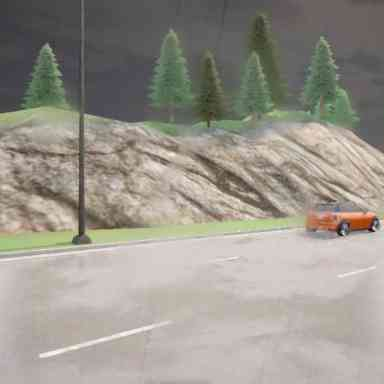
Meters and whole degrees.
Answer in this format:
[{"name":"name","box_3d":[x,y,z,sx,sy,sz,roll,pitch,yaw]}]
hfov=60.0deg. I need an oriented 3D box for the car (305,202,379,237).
[{"name":"car","box_3d":[8.312,1.351,18.300,4.553,1.767,2.097,0,0,-36]}]
